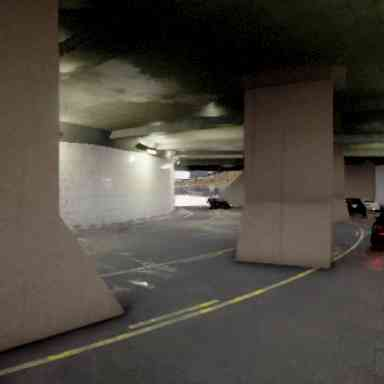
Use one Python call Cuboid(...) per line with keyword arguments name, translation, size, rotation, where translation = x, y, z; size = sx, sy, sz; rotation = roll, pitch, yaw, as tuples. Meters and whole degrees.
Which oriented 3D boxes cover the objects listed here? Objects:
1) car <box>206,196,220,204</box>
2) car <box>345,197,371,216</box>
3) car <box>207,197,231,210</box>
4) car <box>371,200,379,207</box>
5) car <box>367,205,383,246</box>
Cuboid(name="car", translation=(4.111, 1.582, 64.972), size=(1.994, 1.385, 4.181), rotation=(0, 0, -8))
Cuboid(name="car", translation=(14.583, 1.295, 31.344), size=(2.097, 1.767, 4.553), rotation=(0, 0, 7))
Cuboid(name="car", translation=(3.618, 1.573, 43.143), size=(1.994, 1.385, 4.181), rotation=(0, 0, -8))
Cuboid(name="car", translation=(18.288, 1.452, 35.792), size=(1.812, 1.442, 4.674), rotation=(0, 0, 0))
Cuboid(name="car", translation=(8.867, 1.489, 14.313), size=(1.812, 1.442, 4.674), rotation=(0, 0, 33))
